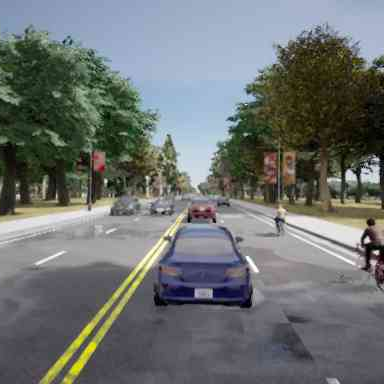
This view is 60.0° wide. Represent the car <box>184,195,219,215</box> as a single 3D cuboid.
[{"bbox_3d":[0.752,1.269,25.586,2.097,1.767,4.553,1,0,2],"label":"car"}]

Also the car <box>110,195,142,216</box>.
[{"bbox_3d":[-5.831,1.187,29.831,2.097,1.767,4.553,1,0,2],"label":"car"}]

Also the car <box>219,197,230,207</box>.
[{"bbox_3d":[4.674,1.446,50.039,2.033,1.411,5.357,1,0,2],"label":"car"}]

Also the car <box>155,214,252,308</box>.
[{"bbox_3d":[0.259,1.500,7.787,1.812,1.442,4.674,1,0,2],"label":"car"}]

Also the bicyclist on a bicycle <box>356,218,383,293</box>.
[{"bbox_3d":[4.309,1.469,7.899,0.582,1.620,1.656,1,0,2],"label":"bicyclist on a bicycle"}]

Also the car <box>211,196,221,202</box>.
[{"bbox_3d":[5.221,1.468,73.499,1.895,1.301,4.718,1,0,2],"label":"car"}]

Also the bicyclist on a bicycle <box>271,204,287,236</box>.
[{"bbox_3d":[4.588,1.421,17.324,0.866,1.612,1.509,1,0,1],"label":"bicyclist on a bicycle"}]

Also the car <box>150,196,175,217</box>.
[{"bbox_3d":[-2.582,1.361,29.773,2.128,1.511,4.902,1,0,2],"label":"car"}]

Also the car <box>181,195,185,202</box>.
[{"bbox_3d":[-1.334,1.318,71.526,1.812,1.442,4.674,1,0,2],"label":"car"}]
